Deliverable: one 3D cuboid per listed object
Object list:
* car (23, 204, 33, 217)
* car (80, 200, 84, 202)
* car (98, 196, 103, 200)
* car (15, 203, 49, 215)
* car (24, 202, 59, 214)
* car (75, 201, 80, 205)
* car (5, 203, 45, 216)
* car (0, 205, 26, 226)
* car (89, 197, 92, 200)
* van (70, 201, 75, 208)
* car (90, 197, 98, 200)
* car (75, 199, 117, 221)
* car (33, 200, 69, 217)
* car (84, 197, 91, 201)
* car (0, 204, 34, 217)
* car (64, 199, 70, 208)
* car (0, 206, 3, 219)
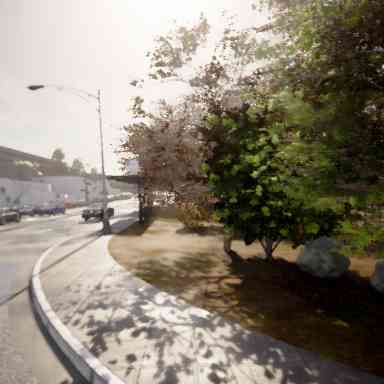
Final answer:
[{"bbox_3d":[-20.544,2.418,42.469,2.033,1.411,5.357,-3,0,-1],"label":"car"},{"bbox_3d":[-26.557,2.798,72.237,4.792,1.488,2.163,-4,0,-22],"label":"car"},{"bbox_3d":[-27.062,2.443,87.151,5.566,2.045,2.435,-4,1,-22],"label":"car"},{"bbox_3d":[-25.983,2.739,54.342,4.792,1.488,2.163,-4,0,-22],"label":"car"},{"bbox_3d":[-25.884,2.709,57.409,5.366,1.575,1.946,-4,0,-22],"label":"car"},{"bbox_3d":[-26.429,2.804,69.268,4.674,1.452,2.002,-4,0,-22],"label":"car"},{"bbox_3d":[-25.694,2.675,51.446,5.366,1.575,1.946,-4,0,-22],"label":"car"},{"bbox_3d":[-17.181,2.252,29.787,1.994,1.385,4.181,-3,0,0],"label":"car"},{"bbox_3d":[-26.698,2.776,78.233,4.792,1.488,2.163,-4,0,-22],"label":"car"},{"bbox_3d":[-26.251,2.529,66.340,4.442,1.987,1.878,-4,0,-22],"label":"van"},{"bbox_3d":[-26.915,2.753,84.186,4.674,1.452,2.002,-4,1,-22],"label":"car"},{"bbox_3d":[-8.283,1.712,29.676,2.033,1.411,5.357,-3,0,-2],"label":"car"},{"bbox_3d":[-17.538,2.172,41.633,1.882,1.535,5.008,-3,0,-2],"label":"car"},{"bbox_3d":[-26.461,2.743,75.311,5.366,1.575,1.946,-4,0,-22],"label":"car"},{"bbox_3d":[-25.762,2.717,48.394,4.674,1.452,2.002,-4,0,-22],"label":"car"},{"bbox_3d":[-26.225,2.625,63.312,4.553,1.767,2.185,-4,0,-22],"label":"car"},{"bbox_3d":[-25.492,2.654,39.457,4.892,1.521,2.231,-4,0,-22],"label":"car"}]
